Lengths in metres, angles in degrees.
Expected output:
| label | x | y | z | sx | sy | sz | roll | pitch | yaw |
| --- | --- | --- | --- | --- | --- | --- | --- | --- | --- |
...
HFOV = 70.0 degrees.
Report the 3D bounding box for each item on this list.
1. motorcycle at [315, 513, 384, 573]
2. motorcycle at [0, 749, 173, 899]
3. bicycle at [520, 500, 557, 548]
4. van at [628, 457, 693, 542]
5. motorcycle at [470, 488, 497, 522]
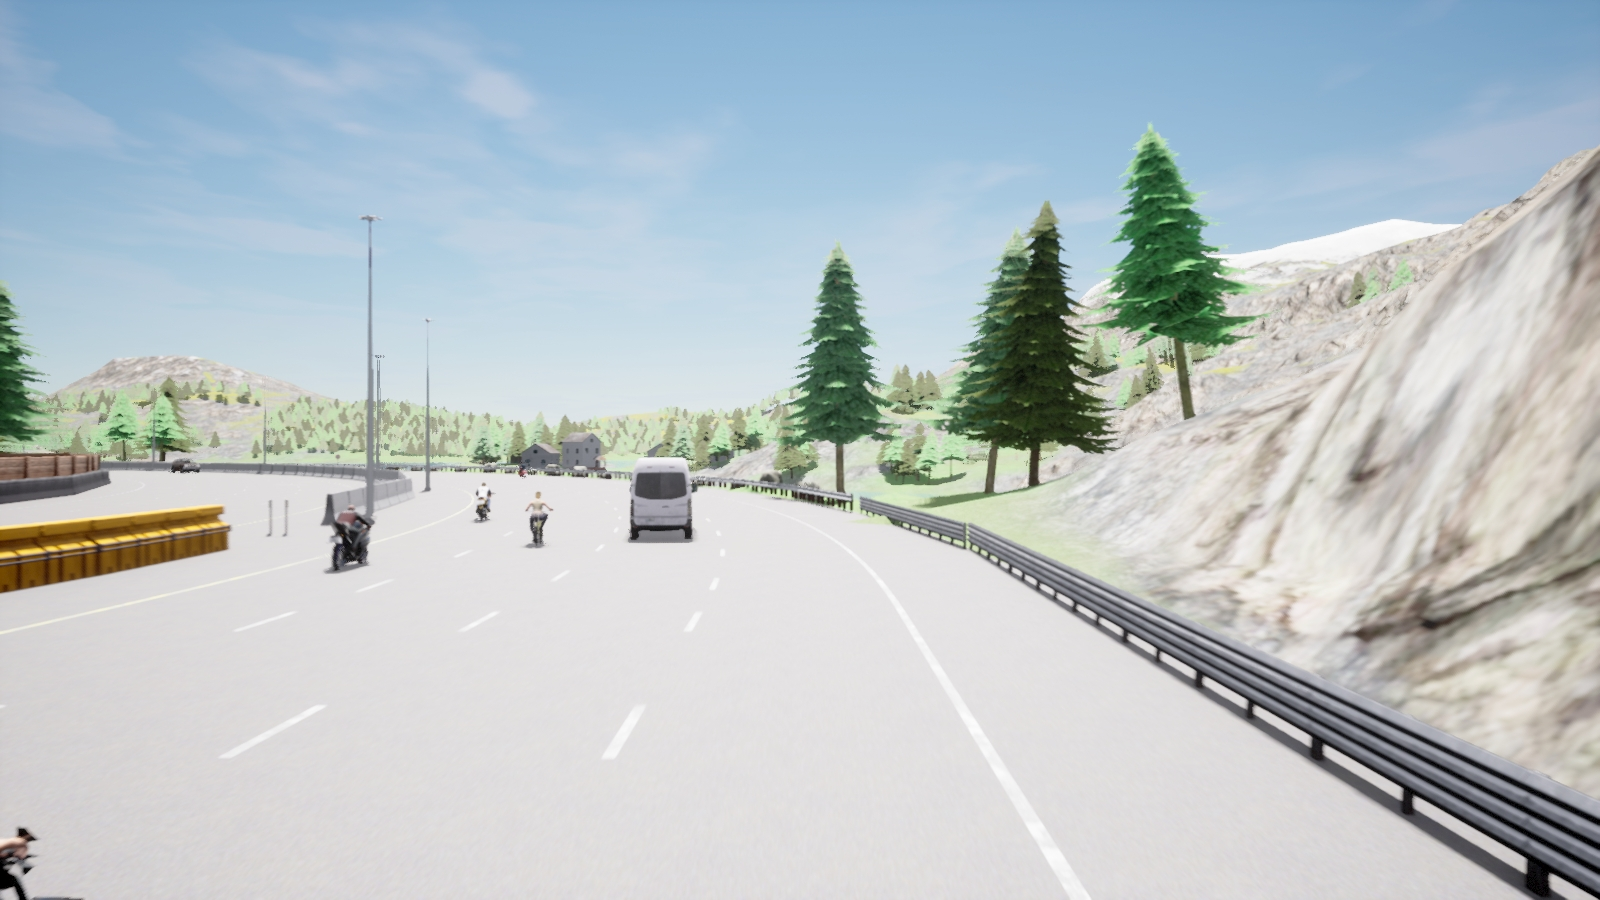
| label | x | y | z | sx | sy | sz | roll | pitch | yaw |
| --- | --- | --- | --- | --- | --- | --- | --- | --- | --- |
| motorcycle | -10.755 | 2.205 | 27.361 | 0.867 | 1.251 | 2.209 | 0 | 0 | -2 |
| motorcycle | -3.500 | 2.146 | 4.499 | 0.764 | 1.325 | 2.356 | 0 | 0 | 0 |
| bicycle | -7.668 | 2.149 | 33.563 | 0.859 | 1.295 | 1.487 | -1 | 0 | -5 |
| van | -4.572 | 1.534 | 38.094 | 1.988 | 2.561 | 5.915 | 0 | 0 | -6 |
| motorcycle | -12.590 | 2.177 | 45.508 | 0.803 | 1.217 | 2.033 | 0 | 0 | -9 |
